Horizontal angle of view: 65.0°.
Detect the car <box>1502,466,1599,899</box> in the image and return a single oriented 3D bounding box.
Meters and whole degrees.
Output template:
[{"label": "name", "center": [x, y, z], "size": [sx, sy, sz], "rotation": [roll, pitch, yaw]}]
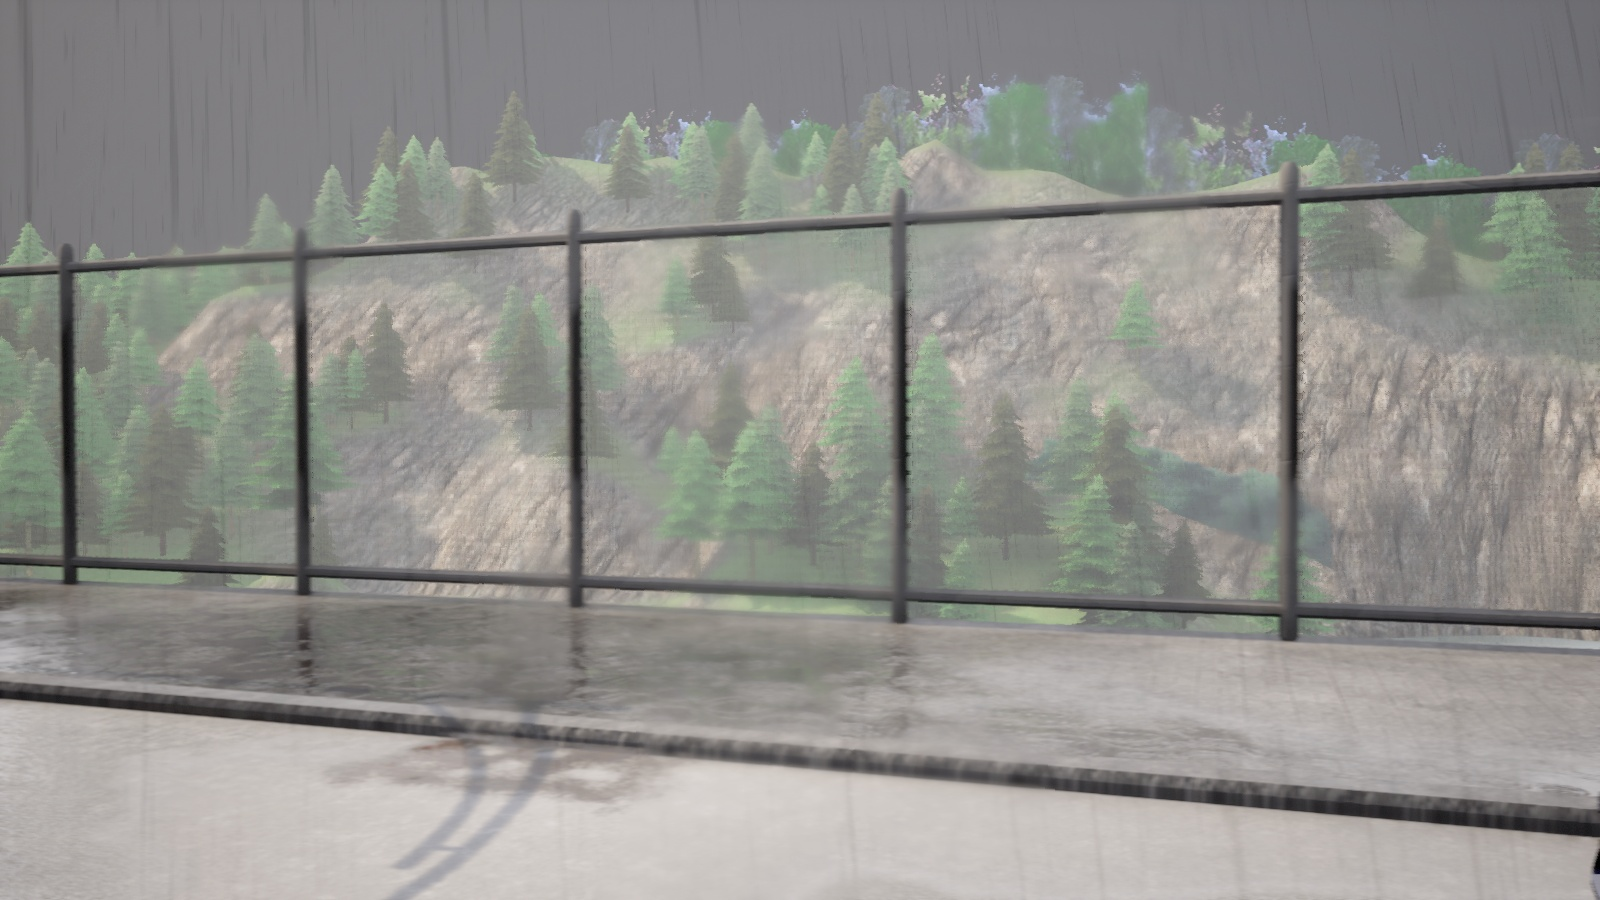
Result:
[{"label": "car", "center": [3.905, 0.816, 2.407], "size": [4.193, 1.474, 1.816], "rotation": [1, 1, 19]}]
